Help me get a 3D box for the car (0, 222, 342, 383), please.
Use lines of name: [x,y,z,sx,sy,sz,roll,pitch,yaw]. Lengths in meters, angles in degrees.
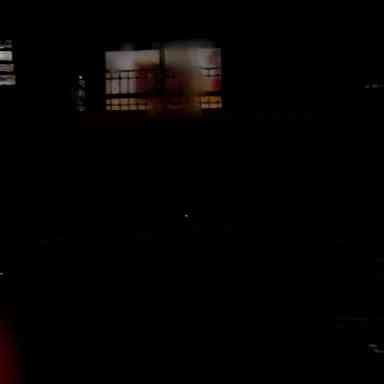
car: [-0.990,1.304,3.758,5.009,1.841,2.192,0,0,4]
